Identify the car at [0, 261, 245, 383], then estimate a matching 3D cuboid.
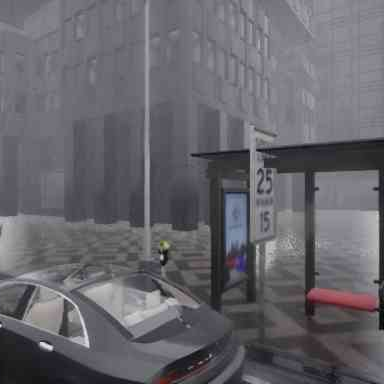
[{"bbox_3d":[-1.520,1.550,4.048,4.403,1.369,2.008,0,0,36],"label":"car"}]
